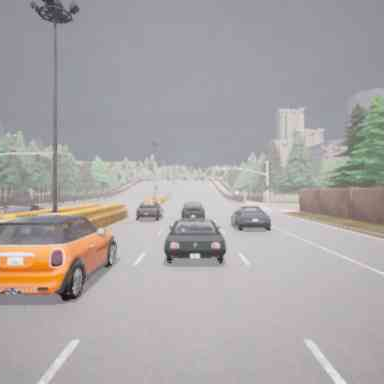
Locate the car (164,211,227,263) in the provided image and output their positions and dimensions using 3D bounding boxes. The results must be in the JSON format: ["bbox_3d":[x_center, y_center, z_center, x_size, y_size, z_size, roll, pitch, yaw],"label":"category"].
[{"bbox_3d":[0.094,1.596,11.983,1.895,1.301,4.718,0,0,0],"label":"car"}]

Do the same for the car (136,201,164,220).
[{"bbox_3d":[-3.414,1.480,27.468,2.128,1.511,4.902,0,0,0],"label":"car"}]

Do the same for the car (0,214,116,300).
[{"bbox_3d":[-3.405,1.349,8.534,2.097,1.767,4.553,0,0,0],"label":"car"}]

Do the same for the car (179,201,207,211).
[{"bbox_3d":[0.087,1.494,25.986,1.837,1.490,4.892,0,0,0],"label":"car"}]

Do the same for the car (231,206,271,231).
[{"bbox_3d":[3.590,1.556,20.790,1.994,1.385,4.181,0,0,0],"label":"car"}]

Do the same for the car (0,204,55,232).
[{"bbox_3d":[-10.522,1.517,20.904,1.812,1.442,4.674,0,0,0],"label":"car"}]
